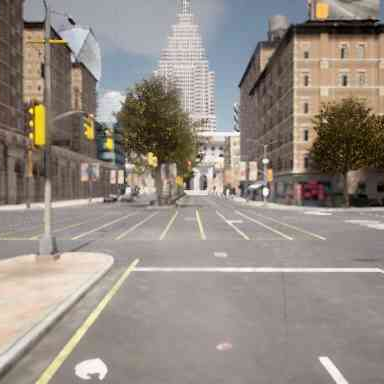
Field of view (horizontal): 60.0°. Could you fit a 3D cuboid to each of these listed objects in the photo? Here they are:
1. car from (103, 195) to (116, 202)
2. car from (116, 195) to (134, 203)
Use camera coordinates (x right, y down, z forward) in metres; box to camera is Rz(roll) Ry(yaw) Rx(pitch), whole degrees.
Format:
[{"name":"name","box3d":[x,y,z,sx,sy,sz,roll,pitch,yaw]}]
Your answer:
[{"name":"car","box3d":[-14.755,1.202,60.467,1.895,1.301,4.718,0,0,0]},{"name":"car","box3d":[-11.505,1.161,59.344,2.033,1.411,5.357,0,0,0]}]
